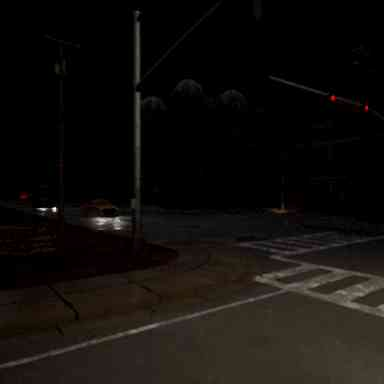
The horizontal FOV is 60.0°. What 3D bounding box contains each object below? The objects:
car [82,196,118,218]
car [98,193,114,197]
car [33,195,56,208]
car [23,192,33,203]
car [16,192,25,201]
[{"bbox_3d":[-8.466,1.437,30.515,1.882,1.535,5.008,0,0,-37],"label":"car"},{"bbox_3d":[-13.774,1.095,50.677,3.866,1.878,1.905,-2,5,11],"label":"car"},{"bbox_3d":[-20.812,1.485,47.296,1.812,1.442,4.674,0,0,-36],"label":"car"},{"bbox_3d":[-34.271,1.431,71.294,1.882,1.535,5.008,0,0,-37],"label":"car"},{"bbox_3d":[-40.480,1.069,79.652,2.150,2.045,5.566,0,0,-37],"label":"car"}]
